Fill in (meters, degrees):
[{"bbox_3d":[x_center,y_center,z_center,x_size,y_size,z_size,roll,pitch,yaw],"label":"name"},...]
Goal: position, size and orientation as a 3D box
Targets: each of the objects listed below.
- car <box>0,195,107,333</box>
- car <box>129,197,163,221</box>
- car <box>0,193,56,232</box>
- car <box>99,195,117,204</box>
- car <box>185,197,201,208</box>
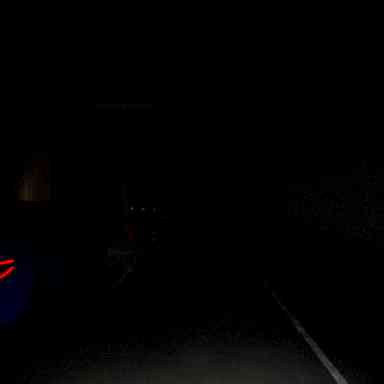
[{"bbox_3d":[-3.402,1.182,6.830,2.150,2.045,5.566,0,0,0],"label":"car"},{"bbox_3d":[-3.407,1.208,25.277,2.097,1.767,4.553,0,0,0],"label":"car"},{"bbox_3d":[-10.607,1.104,20.512,2.150,2.045,5.566,0,0,0],"label":"car"},{"bbox_3d":[-14.065,1.246,55.769,1.994,1.385,4.181,0,0,0],"label":"car"},{"bbox_3d":[0.087,1.309,42.041,2.033,1.411,5.357,0,0,0],"label":"car"}]
